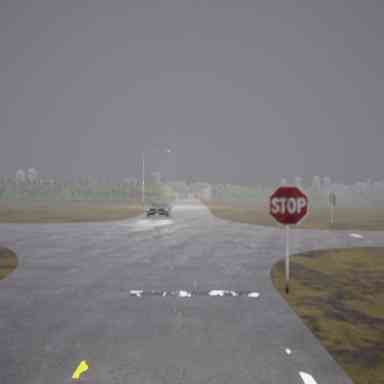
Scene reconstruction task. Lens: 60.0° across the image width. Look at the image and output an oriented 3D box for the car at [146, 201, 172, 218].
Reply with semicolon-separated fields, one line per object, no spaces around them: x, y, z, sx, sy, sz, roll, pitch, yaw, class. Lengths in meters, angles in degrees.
-2.734;1.435;28.298;1.895;1.301;4.718;0;0;0;car
